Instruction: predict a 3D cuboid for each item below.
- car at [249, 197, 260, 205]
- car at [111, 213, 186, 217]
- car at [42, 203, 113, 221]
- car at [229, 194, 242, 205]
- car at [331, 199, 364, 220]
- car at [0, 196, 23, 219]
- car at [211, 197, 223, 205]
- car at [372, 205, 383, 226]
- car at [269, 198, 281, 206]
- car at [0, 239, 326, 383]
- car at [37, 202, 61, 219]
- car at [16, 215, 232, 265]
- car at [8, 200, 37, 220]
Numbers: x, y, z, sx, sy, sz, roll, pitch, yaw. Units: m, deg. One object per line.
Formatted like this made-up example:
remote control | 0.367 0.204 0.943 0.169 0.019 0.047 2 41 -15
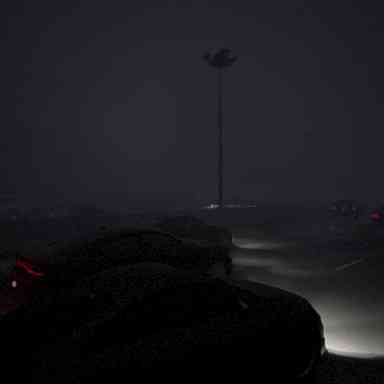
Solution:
car | 11.393 1.661 60.579 1.812 1.442 4.674 0 0 11
car | -0.478 1.560 12.761 4.674 1.442 1.812 0 0 -41
car | -6.917 1.630 21.314 4.181 1.385 1.994 0 0 -43
car | 8.270 1.369 62.442 2.150 2.045 5.566 0 0 10
car | 13.777 1.405 29.332 2.097 1.767 4.553 0 0 34
car | -16.444 1.317 26.836 5.566 2.045 2.150 0 0 -39
car | 4.638 1.645 62.246 2.128 1.511 4.902 0 0 11
car | 13.771 1.585 23.019 2.033 1.411 5.357 0 0 36
car | 14.050 1.668 56.136 2.033 1.411 5.357 0 0 15
car | -0.286 1.575 3.918 4.181 1.385 1.994 0 0 -37
car | -8.491 1.602 24.578 4.674 1.442 1.812 0 0 -43
car | -1.248 1.500 7.547 5.008 1.535 1.882 0 0 -37
car | -11.506 1.578 26.528 4.902 1.511 2.128 0 0 -43
